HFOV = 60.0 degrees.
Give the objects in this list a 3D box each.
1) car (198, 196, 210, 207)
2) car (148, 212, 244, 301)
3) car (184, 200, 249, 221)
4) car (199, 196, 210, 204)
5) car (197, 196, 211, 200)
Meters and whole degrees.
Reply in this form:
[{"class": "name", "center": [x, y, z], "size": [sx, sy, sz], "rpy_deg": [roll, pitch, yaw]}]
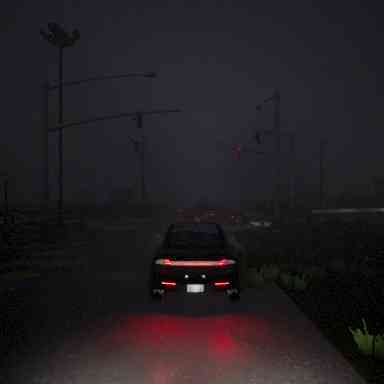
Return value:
[{"class": "car", "center": [1.902, 1.442, 52.107], "size": [1.882, 1.535, 5.008], "rpy_deg": [0, 0, 3]}, {"class": "car", "center": [0.080, 1.491, 8.314], "size": [2.128, 1.511, 4.902], "rpy_deg": [0, 0, 0]}, {"class": "car", "center": [1.675, 1.525, 23.571], "size": [4.674, 1.442, 1.812], "rpy_deg": [0, 0, 3]}, {"class": "car", "center": [2.435, 1.528, 62.049], "size": [1.994, 1.385, 4.181], "rpy_deg": [0, 0, 3]}, {"class": "car", "center": [1.429, 1.490, 42.899], "size": [1.812, 1.442, 4.674], "rpy_deg": [0, 0, 3]}]
